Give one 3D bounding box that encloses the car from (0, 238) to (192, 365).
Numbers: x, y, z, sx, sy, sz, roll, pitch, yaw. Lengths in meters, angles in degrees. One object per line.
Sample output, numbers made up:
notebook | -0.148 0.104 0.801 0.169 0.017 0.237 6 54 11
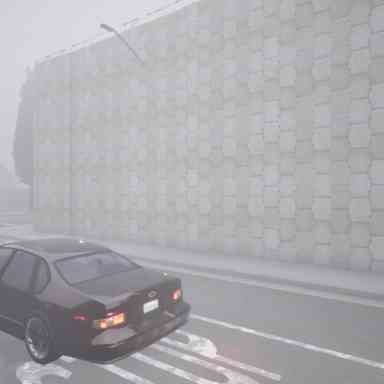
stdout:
car | -2.592 1.547 5.825 5.357 1.411 2.033 0 0 35
